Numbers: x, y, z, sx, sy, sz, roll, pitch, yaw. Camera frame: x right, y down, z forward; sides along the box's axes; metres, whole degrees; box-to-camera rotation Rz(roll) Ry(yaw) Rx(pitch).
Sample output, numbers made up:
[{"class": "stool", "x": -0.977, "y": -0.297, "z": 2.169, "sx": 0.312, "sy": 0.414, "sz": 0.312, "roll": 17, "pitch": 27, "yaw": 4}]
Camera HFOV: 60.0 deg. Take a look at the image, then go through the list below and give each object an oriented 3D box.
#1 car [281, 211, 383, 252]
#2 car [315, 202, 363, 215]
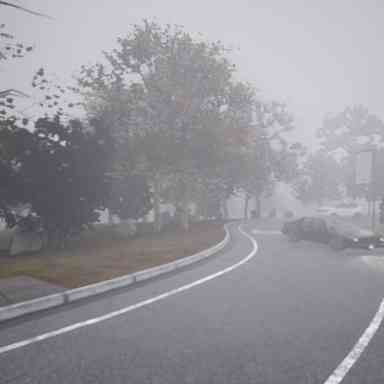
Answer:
[{"class": "car", "x": 6.495, "y": 1.887, "z": 16.150, "sx": 2.033, "sy": 1.411, "sz": 5.357, "roll": 2, "pitch": -1, "yaw": -19}, {"class": "car", "x": 16.305, "y": 2.124, "z": 36.989, "sx": 5.566, "sy": 2.045, "sz": 2.150, "roll": 2, "pitch": -2, "yaw": -19}]
